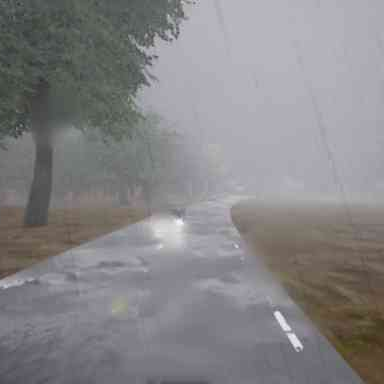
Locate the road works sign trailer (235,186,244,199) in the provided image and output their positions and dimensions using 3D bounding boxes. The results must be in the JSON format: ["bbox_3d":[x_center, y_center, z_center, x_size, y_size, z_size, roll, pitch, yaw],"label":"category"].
[{"bbox_3d":[13.271,0.149,92.507,2.380,3.560,2.880,0,0,13],"label":"road works sign trailer"}]

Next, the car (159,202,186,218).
[{"bbox_3d":[-1.672,1.570,29.490,1.895,1.301,4.718,0,0,5],"label":"car"}]

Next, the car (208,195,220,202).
[{"bbox_3d":[4.754,1.338,70.881,2.033,1.411,5.357,0,0,12],"label":"car"}]
